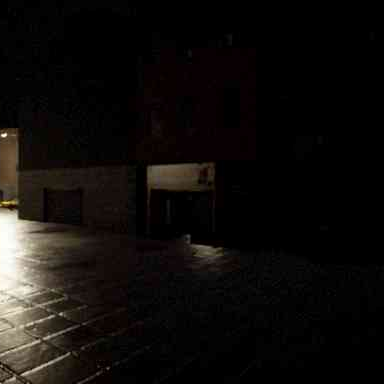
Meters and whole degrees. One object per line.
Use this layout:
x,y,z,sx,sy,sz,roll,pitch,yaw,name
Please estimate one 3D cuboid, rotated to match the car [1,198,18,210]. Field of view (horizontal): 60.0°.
-17.643,1.228,35.511,1.752,1.417,4.829,0,0,35,car
